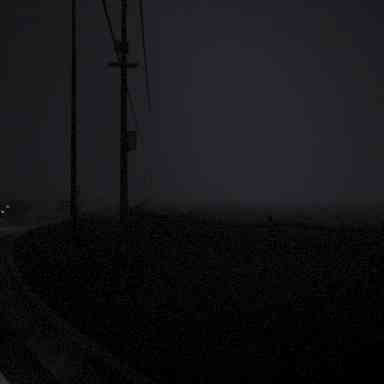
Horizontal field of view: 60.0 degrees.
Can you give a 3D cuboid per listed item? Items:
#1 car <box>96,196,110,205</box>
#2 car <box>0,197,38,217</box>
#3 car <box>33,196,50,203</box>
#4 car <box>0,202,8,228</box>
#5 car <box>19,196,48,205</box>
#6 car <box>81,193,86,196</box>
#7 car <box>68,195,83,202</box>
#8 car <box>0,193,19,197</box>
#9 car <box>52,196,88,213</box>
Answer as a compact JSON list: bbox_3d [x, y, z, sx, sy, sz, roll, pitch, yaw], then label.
[{"bbox_3d":[-16.069,1.465,60.287,1.882,1.535,5.008,0,0,-6],"label":"car"},{"bbox_3d":[-16.560,1.494,31.210,1.837,1.490,4.892,0,-1,-6],"label":"car"},{"bbox_3d":[-31.133,1.508,68.885,1.812,1.442,4.674,0,0,-6],"label":"car"},{"bbox_3d":[-11.542,1.473,16.809,1.882,1.535,5.008,0,0,-6],"label":"car"},{"bbox_3d":[-26.057,1.534,54.815,2.033,1.411,5.357,0,0,-6],"label":"car"},{"bbox_3d":[-19.211,1.211,56.665,2.150,2.045,5.566,0,0,-6],"label":"car"},{"bbox_3d":[-24.109,1.370,68.950,1.994,1.385,4.181,0,0,-6],"label":"car"},{"bbox_3d":[-29.484,1.210,53.932,2.150,2.045,5.566,0,0,-6],"label":"car"},{"bbox_3d":[-13.704,1.483,37.569,2.128,1.511,4.902,0,0,-6],"label":"car"}]
